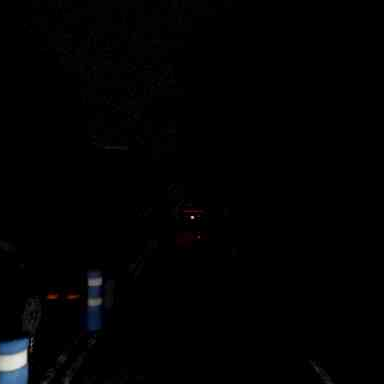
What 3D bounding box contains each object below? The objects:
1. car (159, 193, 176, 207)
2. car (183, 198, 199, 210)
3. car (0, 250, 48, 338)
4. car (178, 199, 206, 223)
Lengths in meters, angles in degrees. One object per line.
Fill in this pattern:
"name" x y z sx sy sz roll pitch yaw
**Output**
"car" -3.627 1.185 49.751 2.150 2.045 5.566 0 0 -1
"car" -0.154 1.529 42.590 1.994 1.385 4.181 0 0 -1
"car" -3.356 1.493 3.722 2.128 1.511 4.902 0 0 0
"car" 0.021 1.500 25.572 1.837 1.490 4.892 0 0 0
